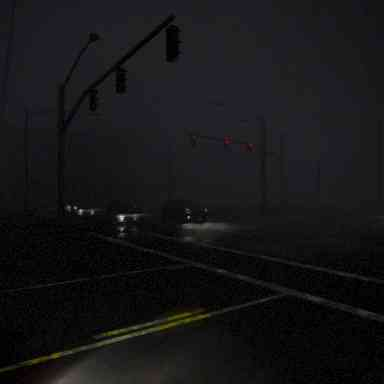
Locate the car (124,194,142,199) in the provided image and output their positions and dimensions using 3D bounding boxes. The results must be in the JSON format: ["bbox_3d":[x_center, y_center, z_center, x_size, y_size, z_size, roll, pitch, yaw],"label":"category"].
[{"bbox_3d":[-13.677,1.524,72.541,1.812,1.442,4.674,0,0,30],"label":"car"}]

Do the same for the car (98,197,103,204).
[{"bbox_3d":[-16.505,1.601,62.713,1.895,1.301,4.718,0,0,3],"label":"car"}]

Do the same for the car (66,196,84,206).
[{"bbox_3d":[-19.629,1.492,56.011,2.128,1.511,4.902,0,0,-10],"label":"car"}]

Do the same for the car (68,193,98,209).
[{"bbox_3d":[-15.293,1.223,46.183,2.150,2.045,5.566,0,0,-33],"label":"car"}]

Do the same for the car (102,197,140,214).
[{"bbox_3d":[-7.514,1.526,35.188,1.812,1.442,4.674,0,0,-36],"label":"car"}]

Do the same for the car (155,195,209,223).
[{"bbox_3d":[-0.686,1.352,25.587,2.097,1.767,4.553,0,0,-34],"label":"car"}]
